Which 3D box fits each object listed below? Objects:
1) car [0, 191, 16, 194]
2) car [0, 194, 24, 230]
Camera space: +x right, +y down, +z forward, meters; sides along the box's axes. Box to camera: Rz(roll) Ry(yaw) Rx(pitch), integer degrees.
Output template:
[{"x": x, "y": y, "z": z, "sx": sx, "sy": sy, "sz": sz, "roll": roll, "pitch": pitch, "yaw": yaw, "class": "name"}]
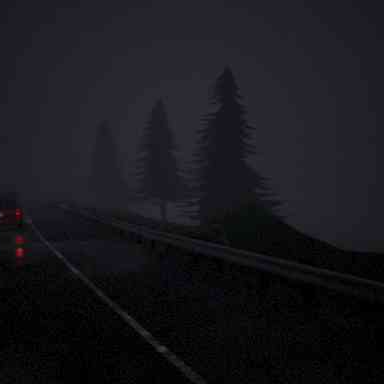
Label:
[{"x": -19.625, "y": 0.944, "z": 35.370, "sx": 2.150, "sy": 2.045, "sz": 5.566, "roll": -2, "pitch": 1, "yaw": -27, "class": "car"}, {"x": -11.047, "y": 1.202, "z": 19.299, "sx": 2.097, "sy": 1.767, "sz": 4.553, "roll": -2, "pitch": 1, "yaw": -29, "class": "car"}]
